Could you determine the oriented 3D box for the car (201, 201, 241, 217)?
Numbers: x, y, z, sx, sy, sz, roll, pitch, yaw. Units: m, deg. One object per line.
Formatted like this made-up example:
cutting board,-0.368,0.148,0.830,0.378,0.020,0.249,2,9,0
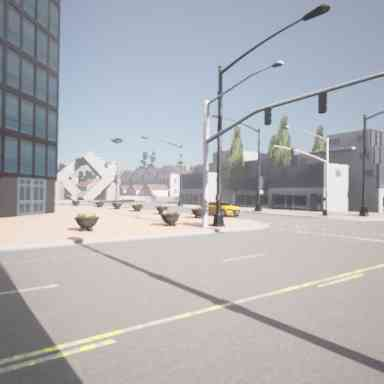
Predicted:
car,2.821,1.651,33.563,1.882,1.535,5.008,1,-1,-35
